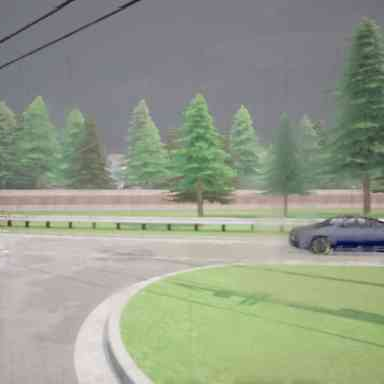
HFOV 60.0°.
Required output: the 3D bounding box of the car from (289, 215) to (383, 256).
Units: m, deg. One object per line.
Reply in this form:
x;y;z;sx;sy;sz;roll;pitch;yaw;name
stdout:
5.856;1.570;12.575;4.181;1.385;1.994;0;0;4;car
